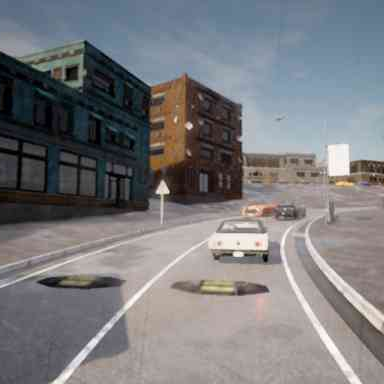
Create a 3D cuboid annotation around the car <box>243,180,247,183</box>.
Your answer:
[{"bbox_3d":[10.224,-2.384,76.253,4.553,1.767,2.185,1,-5,-10],"label":"car"}]

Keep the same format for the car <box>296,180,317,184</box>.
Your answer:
[{"bbox_3d":[26.456,-2.047,78.971,4.892,1.521,2.231,1,-5,-10],"label":"car"}]

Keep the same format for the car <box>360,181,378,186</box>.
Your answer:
[{"bbox_3d":[42.716,-1.816,82.398,4.553,1.767,2.185,1,-5,-13],"label":"car"}]

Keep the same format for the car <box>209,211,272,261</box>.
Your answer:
[{"bbox_3d":[1.899,1.621,12.407,1.895,1.301,4.718,-1,0,12],"label":"car"}]

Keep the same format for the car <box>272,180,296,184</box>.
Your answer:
[{"bbox_3d":[21.014,-2.127,78.051,4.892,1.521,2.231,1,-5,-10],"label":"car"}]

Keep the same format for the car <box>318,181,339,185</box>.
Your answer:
[{"bbox_3d":[31.908,-1.901,79.993,4.674,1.452,2.002,1,-5,-11],"label":"car"}]

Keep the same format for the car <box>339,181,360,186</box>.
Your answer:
[{"bbox_3d":[37.337,-1.821,81.137,5.008,1.535,2.097,1,-5,-12],"label":"car"}]

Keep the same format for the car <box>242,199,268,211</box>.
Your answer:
[{"bbox_3d":[6.589,1.520,32.333,2.097,1.767,4.553,-3,-2,34],"label":"car"}]

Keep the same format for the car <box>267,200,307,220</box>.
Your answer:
[{"bbox_3d":[8.490,1.512,28.511,2.128,1.511,4.902,-3,-1,30],"label":"car"}]
